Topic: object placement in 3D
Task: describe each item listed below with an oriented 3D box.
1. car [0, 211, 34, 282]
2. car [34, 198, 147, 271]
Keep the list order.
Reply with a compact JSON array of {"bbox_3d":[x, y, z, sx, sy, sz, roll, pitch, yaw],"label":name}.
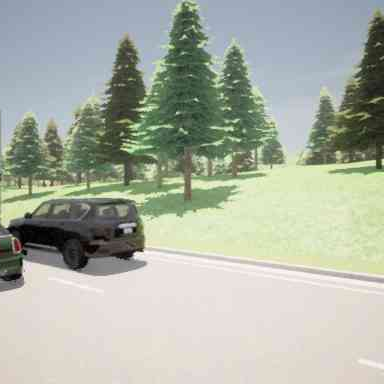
[{"bbox_3d":[-6.348,1.347,8.542,4.553,1.767,2.097,0,0,36],"label":"car"},{"bbox_3d":[-4.024,1.216,11.178,5.566,2.045,2.150,0,0,36],"label":"car"}]
